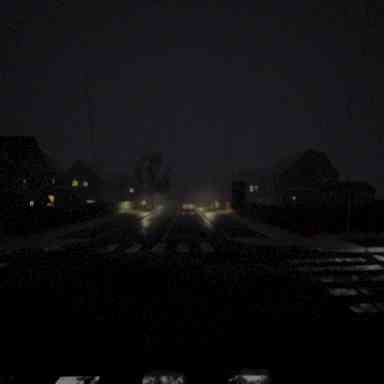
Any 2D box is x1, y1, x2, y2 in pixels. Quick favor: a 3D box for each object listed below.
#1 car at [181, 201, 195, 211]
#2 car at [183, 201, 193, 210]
[{"bbox_3d":[-0.649,2.304,52.650,1.812,1.442,4.674,0,-1,-1],"label":"car"},{"bbox_3d":[-0.828,2.451,62.677,1.882,1.535,5.008,0,-1,-2],"label":"car"}]
